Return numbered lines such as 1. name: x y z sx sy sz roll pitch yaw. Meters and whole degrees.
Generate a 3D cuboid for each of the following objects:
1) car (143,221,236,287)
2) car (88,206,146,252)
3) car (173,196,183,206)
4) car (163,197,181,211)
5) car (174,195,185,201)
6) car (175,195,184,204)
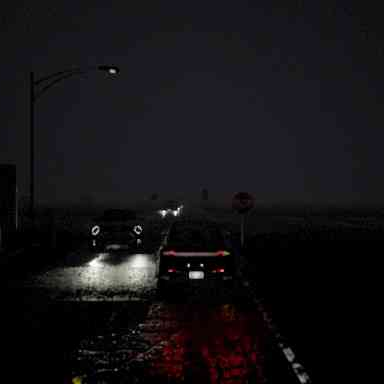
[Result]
1. car: 0.094 1.557 9.480 2.128 1.511 4.902 0 0 0
2. car: -3.133 1.450 14.476 2.097 1.767 4.553 0 0 -9
3. car: -2.996 1.935 57.124 1.812 1.442 4.674 0 0 0
4. car: -2.980 1.811 47.161 1.882 1.535 5.008 0 0 0
5. car: -2.977 1.715 67.825 2.150 2.045 5.566 0 -1 0
6. car: -3.031 1.826 82.959 2.150 2.045 5.566 0 0 0
